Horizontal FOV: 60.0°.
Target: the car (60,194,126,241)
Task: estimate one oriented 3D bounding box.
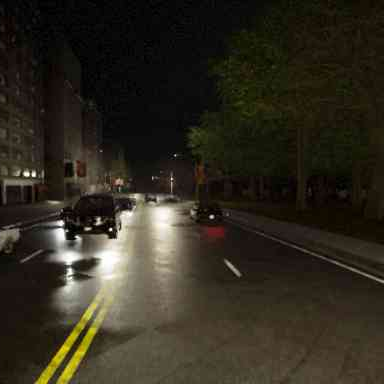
[{"bbox_3d":[-4.750,1.160,16.746,2.150,2.045,5.566,0,1,-8],"label":"car"}]

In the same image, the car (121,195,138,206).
[{"bbox_3d":[-9.222,1.248,49.393,2.033,1.411,5.357,0,1,-7],"label":"car"}]

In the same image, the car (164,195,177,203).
[{"bbox_3d":[-3.604,1.157,56.401,2.033,1.411,5.357,0,0,-8],"label":"car"}]

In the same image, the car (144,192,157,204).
[{"bbox_3d":[-6.823,1.179,55.952,2.033,1.411,5.357,0,0,-8],"label":"car"}]

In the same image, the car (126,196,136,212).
[{"bbox_3d":[-7.425,1.275,36.304,1.882,1.535,5.008,0,0,-7],"label":"car"}]

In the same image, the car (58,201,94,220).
[{"bbox_3d":[-9.547,1.481,27.750,1.895,1.301,4.718,0,0,-8],"label":"car"}]

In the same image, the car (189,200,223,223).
[{"bbox_3d":[0.973,1.352,24.213,1.837,1.490,4.892,0,0,-8],"label":"car"}]

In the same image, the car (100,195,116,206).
[{"bbox_3d":[-12.596,1.220,50.189,1.837,1.490,4.892,0,0,-8],"label":"car"}]

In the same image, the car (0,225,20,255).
[{"bbox_3d":[-7.259,1.609,10.382,1.895,1.301,4.718,0,0,-6],"label":"car"}]
